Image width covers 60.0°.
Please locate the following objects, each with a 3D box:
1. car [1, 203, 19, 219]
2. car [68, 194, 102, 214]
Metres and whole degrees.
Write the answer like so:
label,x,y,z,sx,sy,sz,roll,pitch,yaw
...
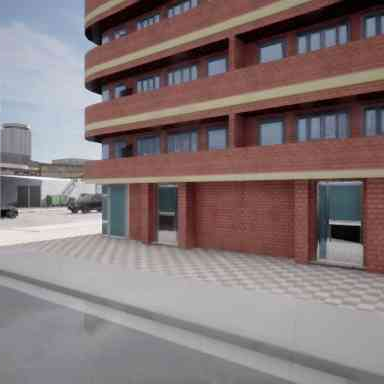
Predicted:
label,x,y,z,sx,sy,sz,roll,pitch,yaw
car,-16.601,1.564,27.299,1.994,1.385,4.181,0,0,34
car,-10.633,1.221,36.043,2.150,2.045,5.566,0,0,34
